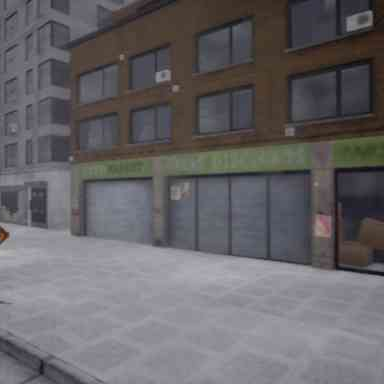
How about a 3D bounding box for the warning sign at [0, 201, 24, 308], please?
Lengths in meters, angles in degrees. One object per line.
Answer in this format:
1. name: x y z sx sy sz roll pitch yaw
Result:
1. warning sign: -3.944 1.109 5.959 1.060 1.860 1.300 0 0 37
